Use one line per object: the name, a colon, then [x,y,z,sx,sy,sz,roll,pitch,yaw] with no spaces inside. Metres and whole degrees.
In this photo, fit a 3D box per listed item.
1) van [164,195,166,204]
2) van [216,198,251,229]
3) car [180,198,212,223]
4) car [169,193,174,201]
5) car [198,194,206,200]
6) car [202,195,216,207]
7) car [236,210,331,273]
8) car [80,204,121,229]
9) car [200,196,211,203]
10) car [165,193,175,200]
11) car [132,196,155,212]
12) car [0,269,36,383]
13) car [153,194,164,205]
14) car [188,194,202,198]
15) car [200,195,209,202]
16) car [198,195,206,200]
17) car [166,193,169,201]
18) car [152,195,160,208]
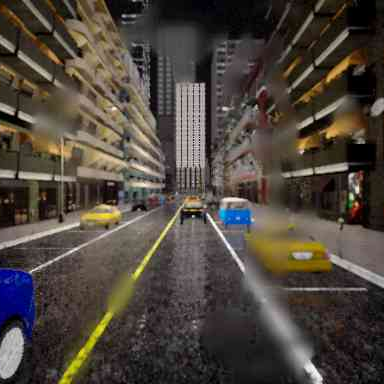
van: [-5.697,1.245,54.406,1.690,1.788,3.998,-1,0,0]
van: [2.682,1.300,21.253,1.690,1.788,3.998,-1,0,0]
car: [0.103,1.444,24.775,2.128,1.511,4.902,0,0,0]
car: [-5.693,1.438,76.501,1.947,1.339,4.313,-1,0,0]
car: [2.690,1.402,93.056,2.008,1.369,4.403,-1,0,0]
car: [2.686,1.472,43.345,2.008,1.369,4.403,-1,0,0]
car: [2.683,1.505,10.375,1.752,1.417,4.829,-1,0,0]
car: [-5.697,1.485,21.096,1.752,1.417,4.829,0,0,0]
car: [2.687,1.438,65.439,2.008,1.369,4.403,-1,0,0]
car: [-5.694,1.173,87.546,2.192,1.841,5.009,-1,0,0]
car: [-5.695,1.497,37.836,1.947,1.339,4.313,0,0,0]
car: [-3.080,1.473,2.513,1.882,1.535,5.008,0,0,0]
car: [-5.695,1.457,48.883,1.887,1.381,4.507,-1,0,0]
car: [0.104,1.394,46.306,1.882,1.535,5.008,0,0,0]
car: [2.687,1.405,71.133,1.752,1.417,4.829,-1,0,0]
car: [2.689,1.402,87.533,1.887,1.381,4.507,-1,0,0]
car: [-5.695,1.336,59.930,1.967,1.590,4.097,-1,0,0]
car: [-5.695,1.466,43.359,1.887,1.381,4.507,0,0,0]
